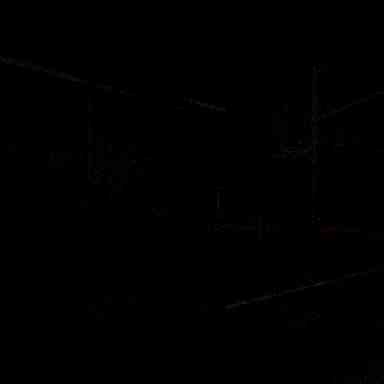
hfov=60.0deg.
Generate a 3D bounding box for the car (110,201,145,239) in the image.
[{"bbox_3d":[-4.197,1.445,18.443,1.905,1.878,3.866,1,0,-35],"label":"car"}]

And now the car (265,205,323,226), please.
[{"bbox_3d":[7.979,1.774,26.550,2.128,1.511,4.902,1,0,-35],"label":"car"}]

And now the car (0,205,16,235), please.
[{"bbox_3d":[-11.326,1.526,18.711,2.242,1.667,4.611,1,0,-35],"label":"car"}]
